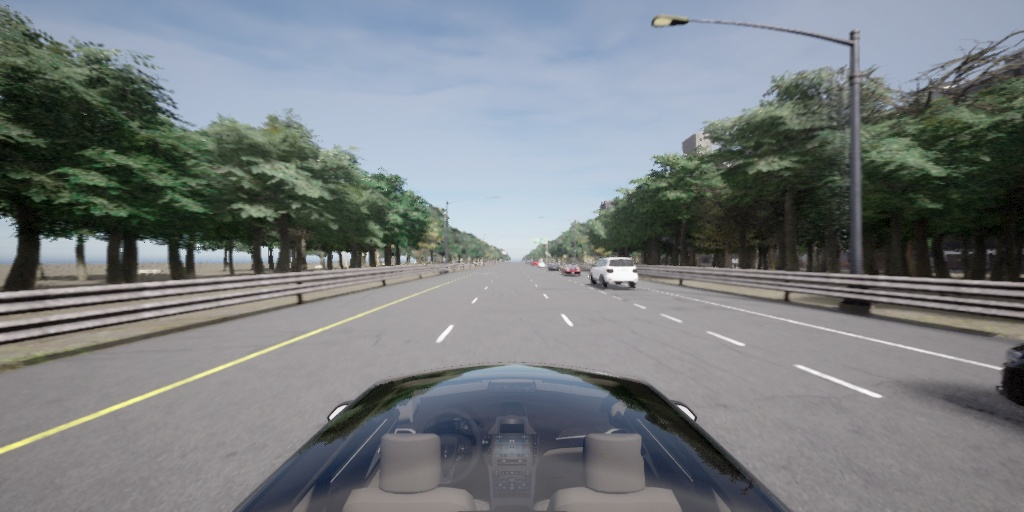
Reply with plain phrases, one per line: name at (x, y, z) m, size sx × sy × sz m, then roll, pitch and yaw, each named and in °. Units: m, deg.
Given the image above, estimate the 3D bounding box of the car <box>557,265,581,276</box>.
car at (7.084, 1.727, 43.730) m, size 1.895 × 1.301 × 4.718 m, roll 0°, pitch -1°, yaw 0°

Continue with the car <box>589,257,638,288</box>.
car at (7.023, 1.129, 25.285) m, size 2.150 × 2.045 × 5.566 m, roll 0°, pitch -1°, yaw 0°

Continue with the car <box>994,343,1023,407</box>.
car at (6.999, 1.247, 2.402) m, size 2.128 × 1.511 × 4.902 m, roll 0°, pitch 0°, yaw 0°

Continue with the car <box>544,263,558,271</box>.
car at (7.187, 1.939, 62.617) m, size 1.994 × 1.385 × 4.181 m, roll 0°, pitch -1°, yaw 0°
